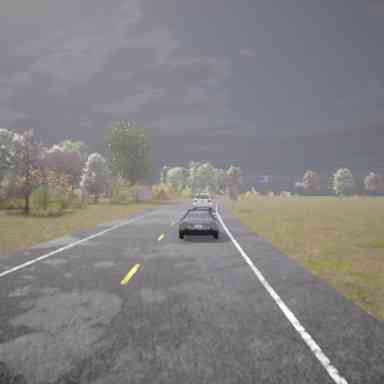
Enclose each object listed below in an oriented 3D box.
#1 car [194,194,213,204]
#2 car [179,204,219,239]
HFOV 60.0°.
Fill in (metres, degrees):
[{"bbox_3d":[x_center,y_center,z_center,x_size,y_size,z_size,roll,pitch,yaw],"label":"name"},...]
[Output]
[{"bbox_3d":[1.359,1.236,40.975,2.150,2.045,5.566,0,0,3],"label":"car"},{"bbox_3d":[0.363,1.569,17.552,1.994,1.385,4.181,0,0,1],"label":"car"}]
